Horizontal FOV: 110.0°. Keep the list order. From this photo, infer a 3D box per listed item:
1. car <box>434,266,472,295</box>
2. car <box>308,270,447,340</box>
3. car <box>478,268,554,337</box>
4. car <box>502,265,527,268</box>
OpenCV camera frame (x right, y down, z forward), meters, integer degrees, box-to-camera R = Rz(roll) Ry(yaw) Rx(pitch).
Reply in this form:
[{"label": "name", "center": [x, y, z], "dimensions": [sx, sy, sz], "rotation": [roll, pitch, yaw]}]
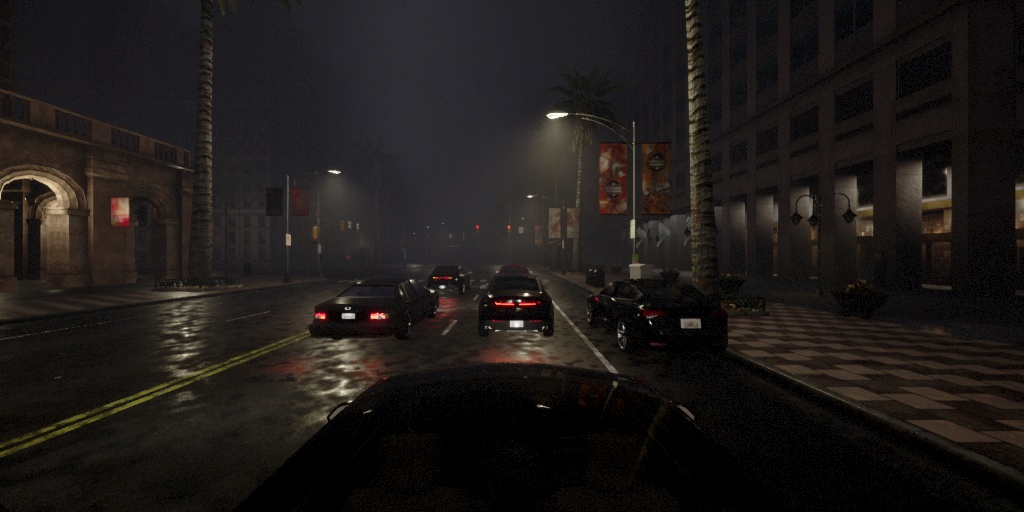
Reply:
[{"label": "car", "center": [-3.384, 1.255, 19.855], "dimensions": [1.837, 1.490, 4.892], "rotation": [0, 0, 0]}, {"label": "car", "center": [-3.393, 1.297, 9.966], "dimensions": [2.033, 1.411, 5.357], "rotation": [0, 0, 0]}, {"label": "car", "center": [0.097, 1.254, 10.346], "dimensions": [1.837, 1.490, 4.892], "rotation": [0, 0, 0]}, {"label": "car", "center": [0.111, 1.228, 19.796], "dimensions": [1.882, 1.535, 5.008], "rotation": [0, 0, 0]}]
